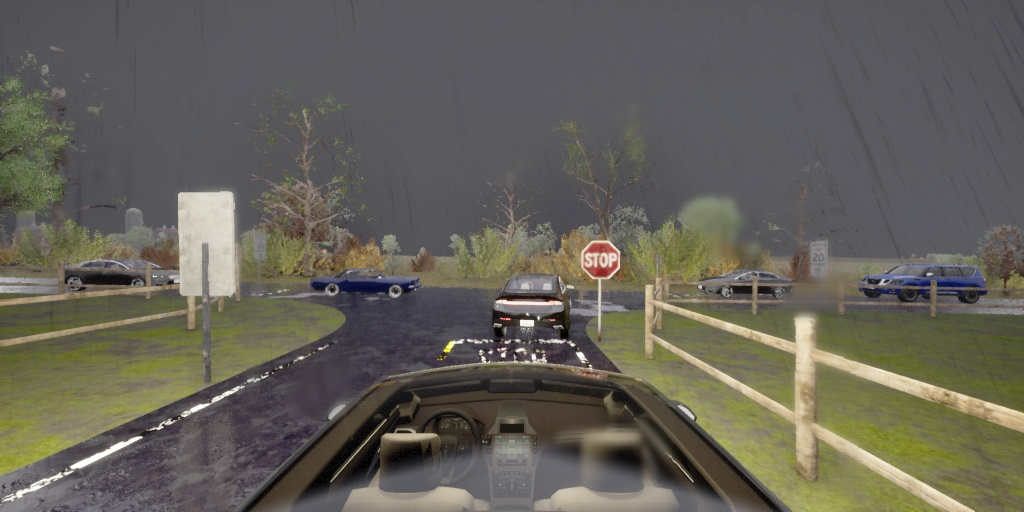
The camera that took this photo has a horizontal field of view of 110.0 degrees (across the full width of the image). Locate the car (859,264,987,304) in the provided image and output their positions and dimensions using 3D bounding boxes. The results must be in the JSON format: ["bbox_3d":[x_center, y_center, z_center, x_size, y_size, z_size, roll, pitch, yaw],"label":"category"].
[{"bbox_3d":[22.904,1.466,20.082,5.566,2.045,2.150,1,1,0],"label":"car"}]

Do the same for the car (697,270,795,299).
[{"bbox_3d":[13.008,1.525,20.096,4.902,1.511,2.128,1,1,0],"label":"car"}]

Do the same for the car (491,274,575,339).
[{"bbox_3d":[0.708,1.240,10.141,2.128,1.511,4.902,0,0,9],"label":"car"}]

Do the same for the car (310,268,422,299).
[{"bbox_3d":[-6.818,1.248,17.174,4.718,1.301,1.895,1,1,0],"label":"car"}]

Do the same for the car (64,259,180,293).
[{"bbox_3d":[-18.486,0.885,17.194,4.902,1.511,2.128,1,1,0],"label":"car"}]
